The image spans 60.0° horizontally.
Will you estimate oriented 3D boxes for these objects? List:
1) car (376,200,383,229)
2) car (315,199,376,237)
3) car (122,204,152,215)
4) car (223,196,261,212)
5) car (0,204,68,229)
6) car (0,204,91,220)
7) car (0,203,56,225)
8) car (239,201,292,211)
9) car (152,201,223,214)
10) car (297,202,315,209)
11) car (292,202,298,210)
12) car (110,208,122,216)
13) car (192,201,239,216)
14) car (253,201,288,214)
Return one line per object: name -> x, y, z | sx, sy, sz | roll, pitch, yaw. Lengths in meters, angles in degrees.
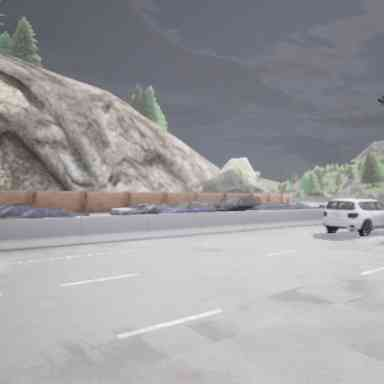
car -> 11.689, 1.401, 16.392 | 5.566, 2.045, 2.150 | 0, 0, -36
car -> 9.938, 1.404, 19.442 | 5.566, 2.045, 2.150 | 0, 0, -36
car -> -2.993, 1.651, 27.535 | 4.674, 1.442, 1.812 | 1, 0, -36
car -> 4.692, 1.435, 33.020 | 5.566, 2.045, 2.150 | 1, 0, -36
car -> -11.163, 1.579, 21.800 | 5.357, 1.411, 2.033 | 1, 0, -36
car -> -8.585, 1.585, 19.340 | 5.357, 1.411, 2.033 | 1, 0, -35
car -> -13.177, 1.579, 24.643 | 5.357, 1.411, 2.033 | 1, 0, -35
car -> 6.677, 1.777, 30.138 | 4.181, 1.385, 1.994 | 1, 0, -36
car -> -0.288, 1.485, 25.165 | 4.553, 1.767, 2.097 | 1, 0, -36
car -> 13.666, 1.895, 35.196 | 4.718, 1.301, 1.895 | 1, 0, -36
car -> 12.094, 1.864, 38.396 | 4.181, 1.385, 1.994 | 1, 0, -38
car -> -4.977, 1.726, 30.419 | 4.718, 1.301, 1.895 | 1, 0, -36
car -> 2.577, 1.718, 35.812 | 4.892, 1.490, 1.837 | 1, 0, -36
car -> 9.645, 1.859, 40.922 | 4.181, 1.385, 1.994 | 1, 0, -38
